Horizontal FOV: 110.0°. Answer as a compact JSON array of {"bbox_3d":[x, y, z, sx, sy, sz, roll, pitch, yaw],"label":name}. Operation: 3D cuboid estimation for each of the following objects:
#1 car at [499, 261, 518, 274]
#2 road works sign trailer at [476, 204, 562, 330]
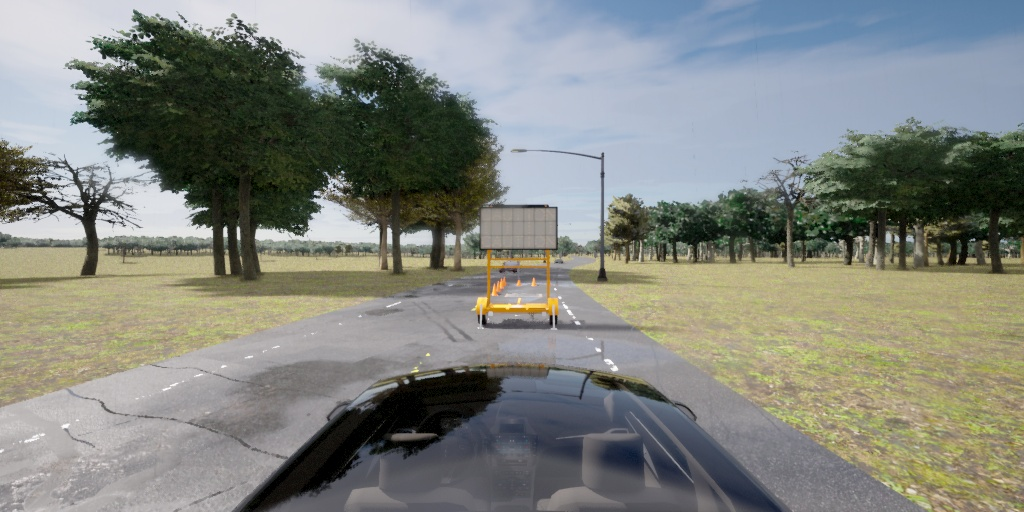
[{"bbox_3d":[-0.295,1.310,41.783,1.812,1.442,4.674,0,0,9],"label":"car"},{"bbox_3d":[0.205,0.215,11.159,2.380,3.560,2.880,0,0,3],"label":"road works sign trailer"}]
